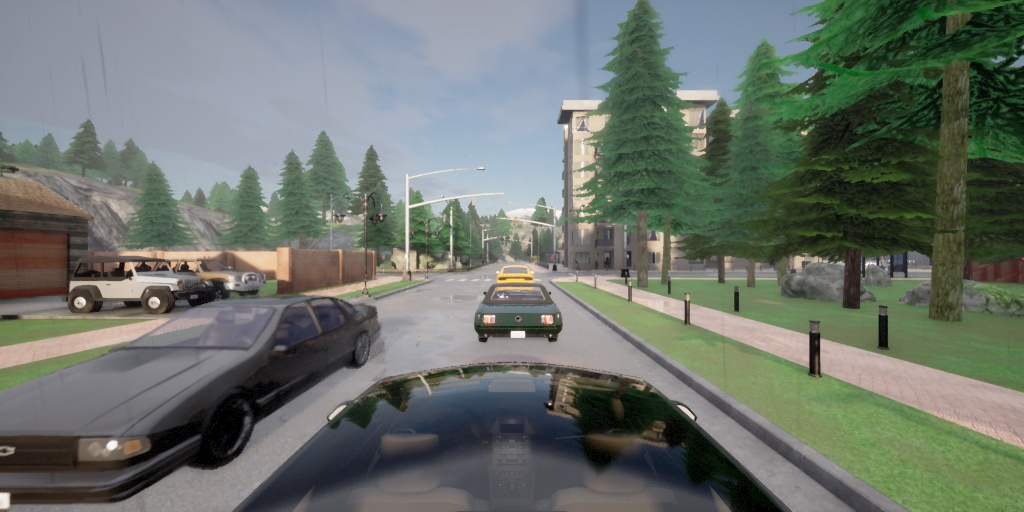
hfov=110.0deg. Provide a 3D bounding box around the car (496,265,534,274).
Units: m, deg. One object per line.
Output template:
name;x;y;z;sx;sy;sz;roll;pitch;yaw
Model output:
car;0.174;1.228;19.040;1.882;1.535;5.008;0;0;0

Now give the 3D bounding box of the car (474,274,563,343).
car;0.145;1.351;9.700;1.895;1.301;4.718;0;0;0

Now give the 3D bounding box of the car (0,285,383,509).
car;-3.590;1.297;5.133;2.033;1.411;5.357;0;0;0
